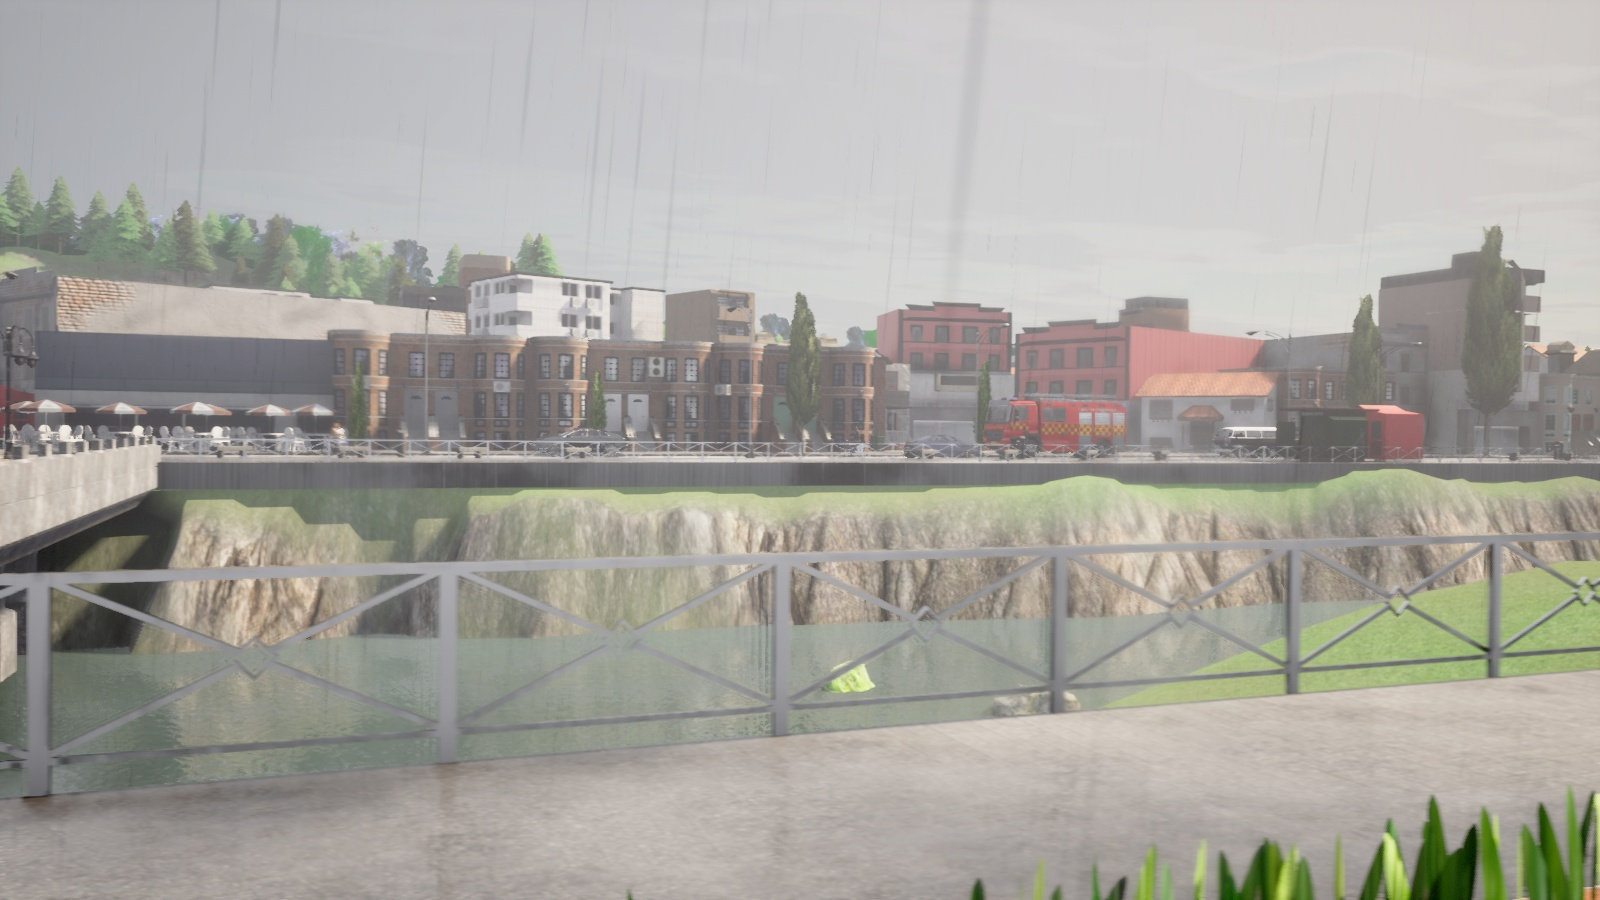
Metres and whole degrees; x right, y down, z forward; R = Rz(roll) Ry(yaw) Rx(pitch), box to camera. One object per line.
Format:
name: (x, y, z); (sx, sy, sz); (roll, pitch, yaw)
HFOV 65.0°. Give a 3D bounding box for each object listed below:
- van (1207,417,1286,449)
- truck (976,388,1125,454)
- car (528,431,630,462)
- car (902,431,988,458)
van: (28.670, -1.101, 80.647); (4.480, 2.038, 2.069); (-1, 1, -21)
truck: (15.072, -1.758, 75.470); (8.468, 3.827, 2.891); (-1, 1, -21)
car: (-11.501, -0.185, 65.386); (4.902, 1.511, 2.128); (-1, 1, -21)
car: (7.908, -0.338, 68.484); (4.181, 1.385, 1.994); (-1, 1, -21)
